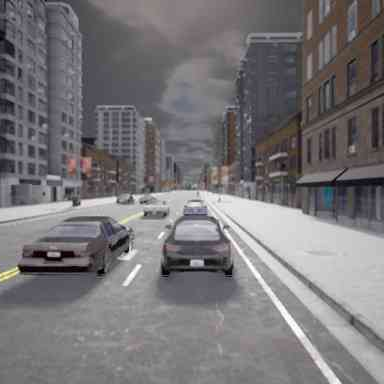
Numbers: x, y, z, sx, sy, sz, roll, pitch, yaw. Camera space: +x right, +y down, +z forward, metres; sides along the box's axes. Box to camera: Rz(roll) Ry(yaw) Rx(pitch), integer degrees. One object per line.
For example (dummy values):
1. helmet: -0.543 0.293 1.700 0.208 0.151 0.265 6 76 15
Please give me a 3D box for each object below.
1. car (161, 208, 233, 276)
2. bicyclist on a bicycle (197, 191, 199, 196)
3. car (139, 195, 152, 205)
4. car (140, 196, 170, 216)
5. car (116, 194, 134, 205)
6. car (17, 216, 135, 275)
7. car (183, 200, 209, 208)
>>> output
1. car: 0.150 1.426 9.877 1.812 1.442 4.674 0 1 1
2. bicyclist on a bicycle: 1.661 0.601 88.115 0.582 1.620 1.656 0 0 0
3. car: -6.179 1.107 46.602 1.994 1.385 4.181 0 1 1
4. car: -2.923 1.321 28.343 1.895 1.301 4.718 0 1 1
5. car: -9.424 1.031 47.003 2.128 1.511 4.902 0 1 1
6. car: -3.098 1.445 10.077 2.033 1.411 5.357 0 1 1
7. car: 0.281 1.300 25.078 2.033 1.411 5.357 0 1 1
